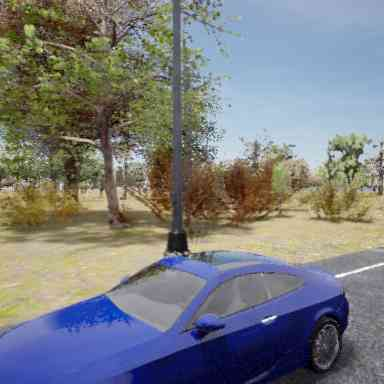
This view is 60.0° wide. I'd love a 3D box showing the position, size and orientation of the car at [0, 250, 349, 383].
[{"bbox_3d":[0.091,1.525,4.069,4.674,1.442,1.812,0,0,-36],"label":"car"}]
